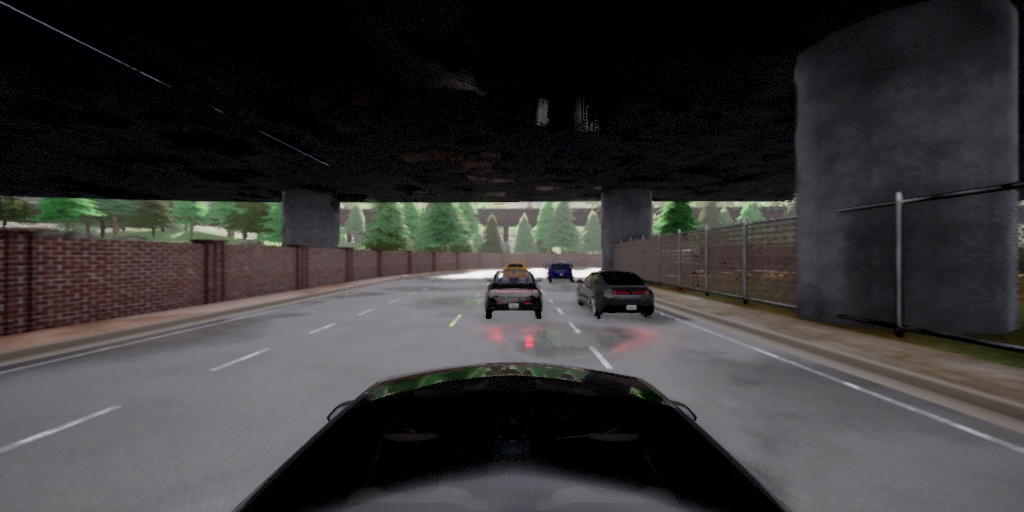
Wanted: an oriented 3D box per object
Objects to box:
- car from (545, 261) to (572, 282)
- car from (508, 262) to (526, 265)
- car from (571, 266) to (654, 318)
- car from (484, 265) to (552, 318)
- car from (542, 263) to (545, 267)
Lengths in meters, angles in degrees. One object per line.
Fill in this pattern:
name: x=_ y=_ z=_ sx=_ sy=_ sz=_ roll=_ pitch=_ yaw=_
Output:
car: x=3.936 y=1.259 z=29.534 sx=1.882 sy=1.535 sz=5.008 roll=0 pitch=0 yaw=5
car: x=0.438 y=1.259 z=29.542 sx=1.882 sy=1.535 sz=5.008 roll=0 pitch=0 yaw=5
car: x=3.567 y=1.269 z=13.084 sx=1.837 sy=1.490 sz=4.892 roll=0 pitch=0 yaw=0
car: x=0.065 y=1.255 z=12.990 sx=2.128 sy=1.511 sz=4.902 roll=0 pitch=0 yaw=0
car: x=6.746 y=1.410 z=53.680 sx=4.718 sy=1.301 sz=1.895 roll=0 pitch=0 yaw=-36
